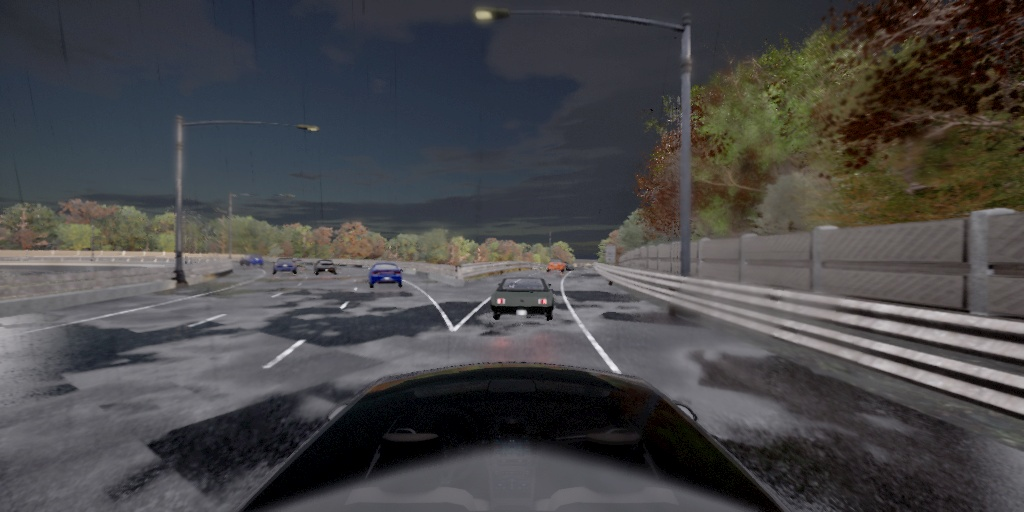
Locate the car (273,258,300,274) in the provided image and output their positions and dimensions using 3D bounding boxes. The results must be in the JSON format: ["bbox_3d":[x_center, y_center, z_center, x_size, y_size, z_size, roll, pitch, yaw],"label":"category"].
[{"bbox_3d":[-24.639,0.986,38.861,2.097,1.767,4.553,0,0,-34],"label":"car"}]

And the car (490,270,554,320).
[{"bbox_3d":[0.440,1.341,12.581,1.895,1.301,4.718,0,0,4],"label":"car"}]

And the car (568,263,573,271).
[{"bbox_3d":[9.140,1.843,62.401,1.837,1.490,4.892,0,-3,12],"label":"car"}]

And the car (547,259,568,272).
[{"bbox_3d":[5.842,1.164,46.704,2.097,1.767,4.553,0,-1,12],"label":"car"}]

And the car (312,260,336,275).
[{"bbox_3d":[-19.721,1.155,37.742,1.837,1.490,4.892,0,0,-32],"label":"car"}]

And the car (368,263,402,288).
[{"bbox_3d":[-8.400,1.179,23.663,1.882,1.535,5.008,0,0,-23],"label":"car"}]

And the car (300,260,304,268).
[{"bbox_3d":[-33.810,1.079,55.718,2.128,1.511,4.902,0,0,-43],"label":"car"}]
